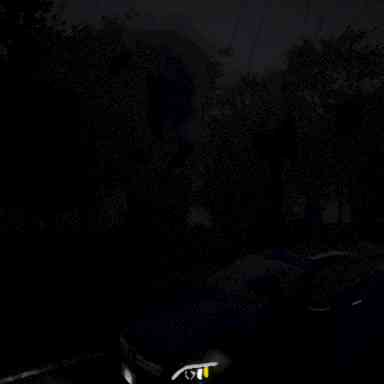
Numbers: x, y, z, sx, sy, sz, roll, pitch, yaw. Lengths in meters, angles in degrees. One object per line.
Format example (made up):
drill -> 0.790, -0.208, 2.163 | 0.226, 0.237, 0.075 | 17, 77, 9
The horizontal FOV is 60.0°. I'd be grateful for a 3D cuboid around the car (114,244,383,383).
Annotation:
car -> 1.280, 1.518, 4.596 | 4.674, 1.442, 1.812 | 0, 0, -35
